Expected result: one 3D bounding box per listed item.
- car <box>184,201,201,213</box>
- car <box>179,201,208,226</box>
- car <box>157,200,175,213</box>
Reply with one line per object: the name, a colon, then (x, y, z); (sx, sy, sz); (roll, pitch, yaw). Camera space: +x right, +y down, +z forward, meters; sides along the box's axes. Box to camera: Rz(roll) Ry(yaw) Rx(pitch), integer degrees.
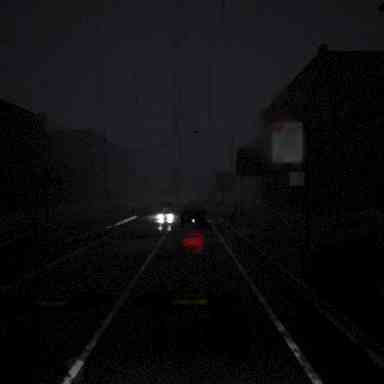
car: (0.093, 1.850, 41.952); (1.994, 1.385, 4.181); (0, 0, 0)
car: (0.095, 1.698, 24.886); (1.837, 1.490, 4.892); (0, 0, 0)
car: (-3.099, 1.771, 40.346); (2.128, 1.511, 4.902); (0, 0, 0)
